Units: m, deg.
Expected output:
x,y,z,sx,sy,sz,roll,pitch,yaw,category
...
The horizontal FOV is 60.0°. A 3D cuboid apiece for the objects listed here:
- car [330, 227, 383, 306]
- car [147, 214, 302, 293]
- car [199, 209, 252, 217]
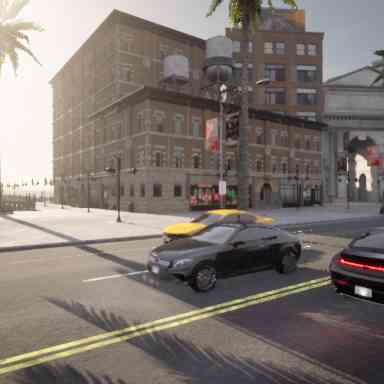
x,y,z,sx,sy,sz,roll,pitch,yaw,category
4.984,1.504,7.265,4.892,1.490,1.837,0,0,-36,car
1.058,1.525,9.007,4.674,1.442,1.812,0,0,-35,car
1.190,1.477,13.383,5.008,1.535,1.882,0,0,-35,car
